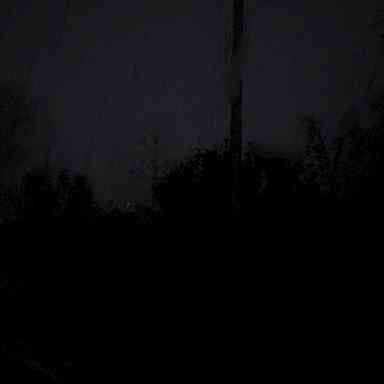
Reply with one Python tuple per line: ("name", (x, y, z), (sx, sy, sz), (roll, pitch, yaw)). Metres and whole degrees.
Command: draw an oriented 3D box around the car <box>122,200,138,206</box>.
("car", (-11.045, 2.081, 58.890), (2.097, 1.767, 4.553), (1, -2, 19))
